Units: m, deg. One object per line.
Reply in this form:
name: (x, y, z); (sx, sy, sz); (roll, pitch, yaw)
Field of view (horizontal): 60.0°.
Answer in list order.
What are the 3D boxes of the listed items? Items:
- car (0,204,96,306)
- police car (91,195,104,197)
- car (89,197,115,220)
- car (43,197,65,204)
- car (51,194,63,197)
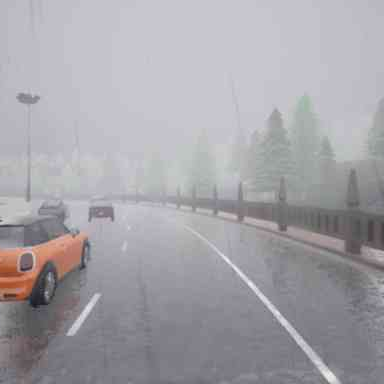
car: (-3.949, 1.336, 8.056); (2.097, 1.767, 4.553); (0, 0, -4)
police car: (-16.997, 1.269, 59.832); (1.930, 1.638, 5.238); (0, 0, -33)
car: (-7.273, 1.406, 26.753); (1.882, 1.535, 5.008); (0, 0, -15)
car: (-10.589, 1.436, 25.618); (2.128, 1.511, 4.902); (0, 0, -15)
car: (-30.519, 1.256, 75.005); (1.812, 1.442, 4.674); (0, 0, -44)
